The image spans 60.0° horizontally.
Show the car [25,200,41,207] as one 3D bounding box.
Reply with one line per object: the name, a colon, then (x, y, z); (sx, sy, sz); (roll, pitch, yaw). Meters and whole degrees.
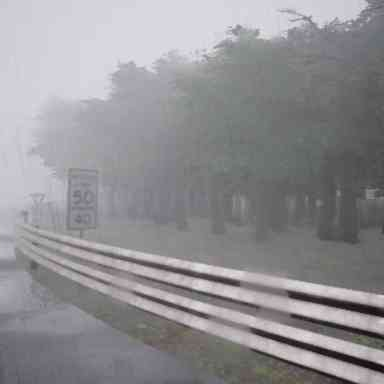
car: (-33.044, 2.397, 69.246); (1.895, 1.301, 4.718); (1, -1, -8)
